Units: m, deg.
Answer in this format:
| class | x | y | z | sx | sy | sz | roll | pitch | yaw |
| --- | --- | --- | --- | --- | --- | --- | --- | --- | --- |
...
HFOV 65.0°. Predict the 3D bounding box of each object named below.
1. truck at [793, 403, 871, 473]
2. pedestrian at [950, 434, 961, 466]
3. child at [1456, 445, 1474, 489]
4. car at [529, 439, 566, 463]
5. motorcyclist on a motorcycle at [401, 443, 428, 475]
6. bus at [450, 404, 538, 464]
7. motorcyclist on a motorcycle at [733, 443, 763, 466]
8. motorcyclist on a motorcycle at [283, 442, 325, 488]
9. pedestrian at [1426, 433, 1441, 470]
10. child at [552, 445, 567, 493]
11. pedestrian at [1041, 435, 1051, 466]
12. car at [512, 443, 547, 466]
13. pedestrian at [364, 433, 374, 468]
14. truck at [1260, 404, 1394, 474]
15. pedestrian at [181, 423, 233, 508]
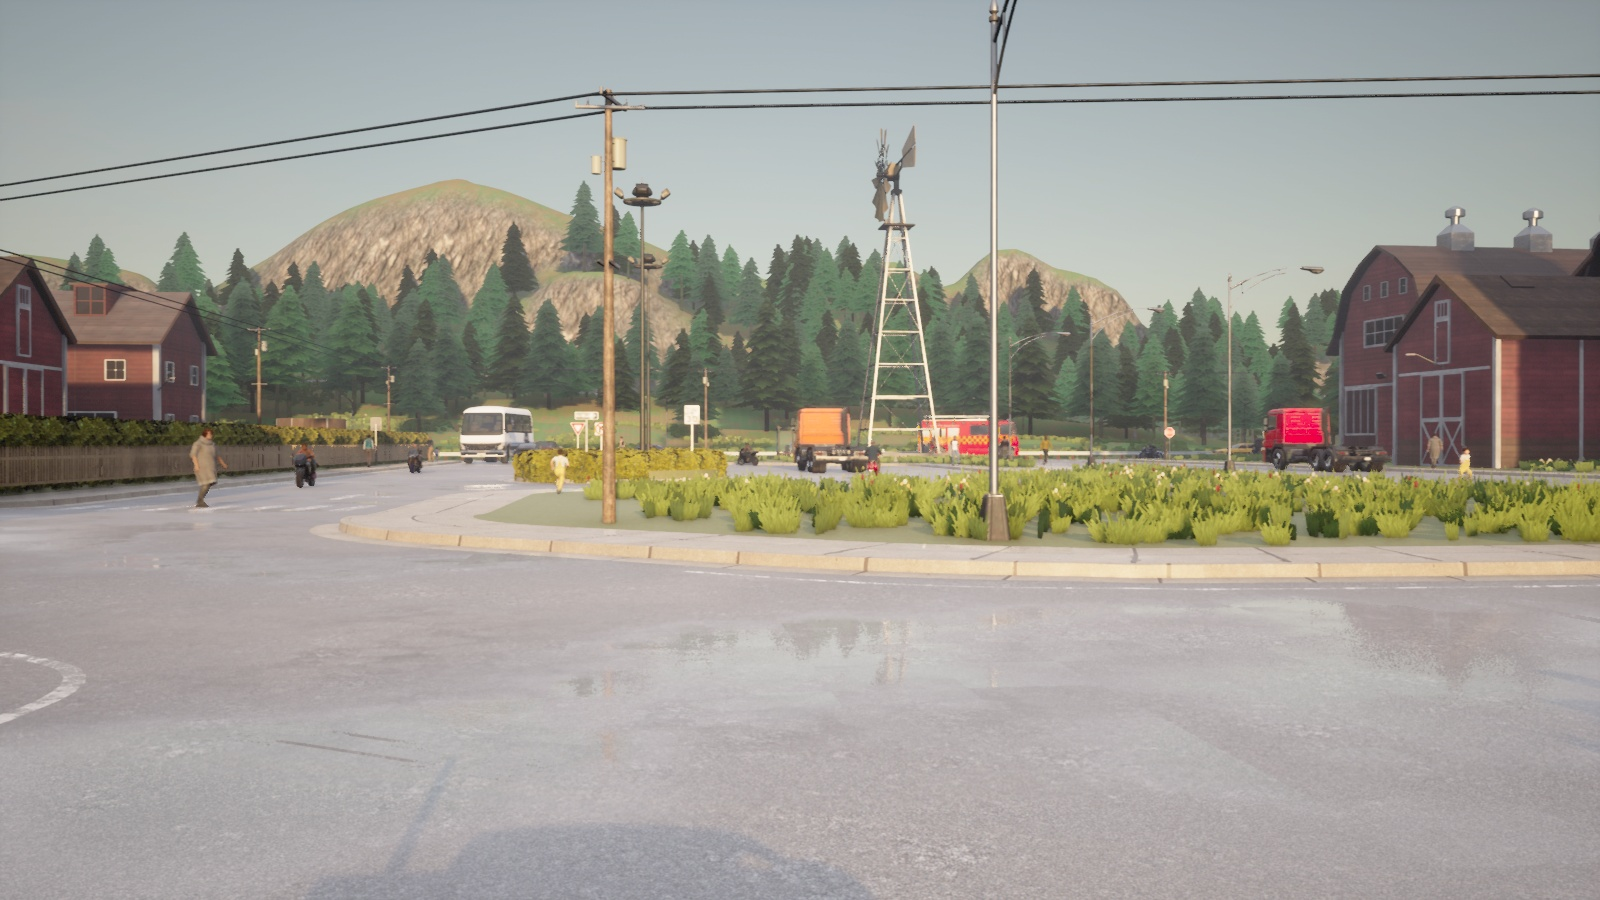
| class | x | y | z | sx | sy | sz | roll | pitch | yaw |
| --- | --- | --- | --- | --- | --- | --- | --- | --- | --- |
| truck | 1.559 | -0.594 | 65.510 | 2.891 | 3.462 | 7.936 | 0 | 0 | -7 |
| pedestrian | 9.033 | 0.012 | 72.917 | 0.354 | 1.836 | 0.706 | 0 | 0 | -17 |
| child | 19.599 | 0.497 | 37.015 | 0.270 | 1.263 | 0.437 | 0 | 0 | -8 |
| car | -19.261 | 0.066 | 95.893 | 2.097 | 1.767 | 4.553 | 0 | 0 | -2 |
| motorcyclist on a motorcycle | -18.941 | 0.428 | 61.764 | 0.866 | 1.530 | 2.191 | 0 | 0 | -7 |
| bus | -22.689 | -1.161 | 93.823 | 3.944 | 4.253 | 10.273 | 0 | 0 | 0 |
| motorcyclist on a motorcycle | -3.402 | 0.278 | 82.168 | 0.797 | 1.523 | 2.044 | 0 | 0 | -45 |
| motorcyclist on a motorcycle | -16.583 | 0.485 | 42.044 | 0.797 | 1.523 | 2.044 | 0 | 0 | -7 |
| pedestrian | 32.943 | 0.073 | 65.263 | 0.659 | 1.952 | 0.873 | 0 | 0 | 29 |
| child | -6.345 | 0.495 | 33.166 | 0.270 | 1.263 | 0.437 | 0 | 0 | 7 |
| pedestrian | 14.691 | 0.005 | 75.141 | 0.370 | 1.835 | 0.726 | 0 | 0 | -7 |
| car | -18.064 | 0.278 | 83.914 | 1.837 | 1.490 | 4.892 | 0 | 0 | -7 |
| pedestrian | -23.880 | 0.002 | 69.563 | 0.396 | 1.930 | 0.692 | 0 | 0 | -7 |
| truck | 27.599 | -0.572 | 66.239 | 2.891 | 3.462 | 7.936 | 0 | 0 | -8 |
| pedestrian | -13.819 | 0.360 | 29.256 | 0.873 | 1.952 | 0.659 | 0 | 0 | 14 |
